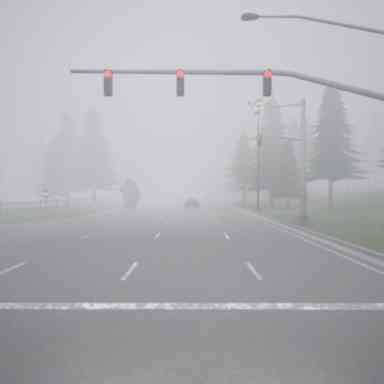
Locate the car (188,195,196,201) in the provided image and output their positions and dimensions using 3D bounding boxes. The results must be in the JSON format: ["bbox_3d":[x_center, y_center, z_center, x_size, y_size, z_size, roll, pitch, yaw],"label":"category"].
[{"bbox_3d":[-0.022,1.384,81.591,2.033,1.411,5.357,0,0,0],"label":"car"}]

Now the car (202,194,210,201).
[{"bbox_3d":[3.478,1.344,81.592,1.837,1.490,4.892,0,0,0],"label":"car"}]

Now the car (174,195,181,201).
[{"bbox_3d":[-3.522,1.368,81.590,1.812,1.442,4.674,0,0,0],"label":"car"}]

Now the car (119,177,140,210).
[{"bbox_3d":[-7.542,0.346,41.583,1.767,2.097,4.553,25,28,-40],"label":"car"}]

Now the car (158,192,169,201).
[{"bbox_3d":[-7.022,1.069,81.619,2.150,2.045,5.566,0,0,0],"label":"car"}]

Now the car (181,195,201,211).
[{"bbox_3d":[-0.014,1.429,40.145,1.837,1.490,4.892,0,0,0],"label":"car"}]
